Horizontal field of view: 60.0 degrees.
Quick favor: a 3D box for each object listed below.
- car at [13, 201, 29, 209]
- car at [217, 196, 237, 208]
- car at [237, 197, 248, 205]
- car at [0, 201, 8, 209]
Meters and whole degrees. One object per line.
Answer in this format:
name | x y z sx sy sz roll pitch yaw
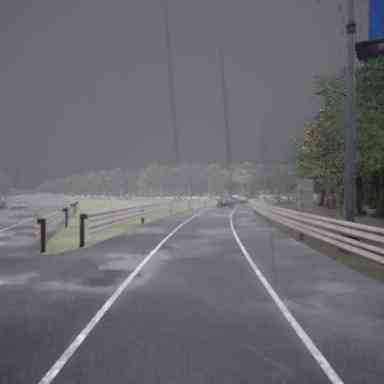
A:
car | -28.057 2.144 54.730 1.895 1.301 4.718 0 -1 -19
car | 5.142 1.486 50.298 2.097 1.767 4.553 0 0 15
car | 9.546 1.654 64.029 1.812 1.442 4.674 0 0 23
car | -32.011 2.102 55.160 1.994 1.385 4.181 0 -1 -19
